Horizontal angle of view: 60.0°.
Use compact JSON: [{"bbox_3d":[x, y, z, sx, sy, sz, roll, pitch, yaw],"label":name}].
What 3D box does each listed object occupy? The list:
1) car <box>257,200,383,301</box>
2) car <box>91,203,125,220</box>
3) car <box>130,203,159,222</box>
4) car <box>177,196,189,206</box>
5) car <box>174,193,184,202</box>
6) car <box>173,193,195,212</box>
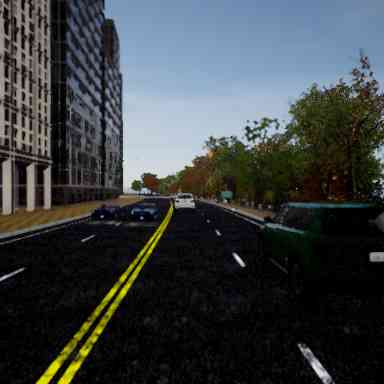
[{"bbox_3d":[3.208,1.218,8.458,2.150,2.045,5.566,0,0,-1],"label":"car"},{"bbox_3d":[-6.989,1.592,27.938,1.895,1.301,4.718,0,0,-1],"label":"car"},{"bbox_3d":[-3.713,1.591,26.621,1.895,1.301,4.718,0,0,-1],"label":"car"},{"bbox_3d":[-1.543,1.439,54.665,1.882,1.535,5.008,0,0,-3],"label":"car"},{"bbox_3d":[-2.925,1.160,73.499,2.150,2.045,5.566,0,0,-5],"label":"car"},{"bbox_3d":[-0.871,1.198,38.832,2.150,2.045,5.566,0,0,-2],"label":"car"}]
